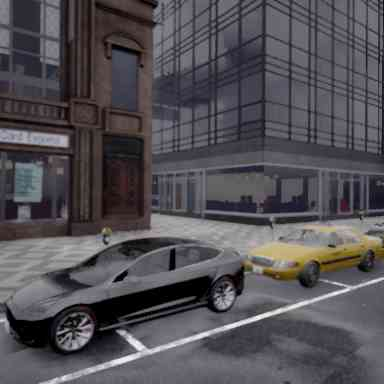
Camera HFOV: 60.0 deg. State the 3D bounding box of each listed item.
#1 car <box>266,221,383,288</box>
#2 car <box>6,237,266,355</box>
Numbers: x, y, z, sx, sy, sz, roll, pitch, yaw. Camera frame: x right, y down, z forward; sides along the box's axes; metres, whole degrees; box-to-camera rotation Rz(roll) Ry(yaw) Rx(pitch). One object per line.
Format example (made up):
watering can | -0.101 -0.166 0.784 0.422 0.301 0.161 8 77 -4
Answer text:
car | 3.529 1.525 9.275 4.829 1.417 1.752 0 1 -36
car | -0.911 1.566 6.107 4.313 1.339 1.947 0 1 -36
